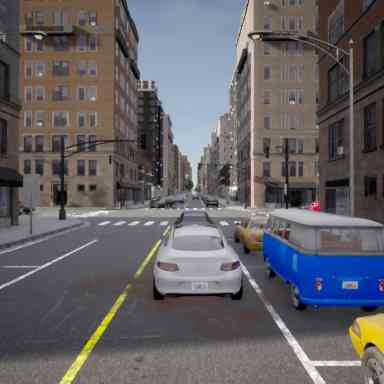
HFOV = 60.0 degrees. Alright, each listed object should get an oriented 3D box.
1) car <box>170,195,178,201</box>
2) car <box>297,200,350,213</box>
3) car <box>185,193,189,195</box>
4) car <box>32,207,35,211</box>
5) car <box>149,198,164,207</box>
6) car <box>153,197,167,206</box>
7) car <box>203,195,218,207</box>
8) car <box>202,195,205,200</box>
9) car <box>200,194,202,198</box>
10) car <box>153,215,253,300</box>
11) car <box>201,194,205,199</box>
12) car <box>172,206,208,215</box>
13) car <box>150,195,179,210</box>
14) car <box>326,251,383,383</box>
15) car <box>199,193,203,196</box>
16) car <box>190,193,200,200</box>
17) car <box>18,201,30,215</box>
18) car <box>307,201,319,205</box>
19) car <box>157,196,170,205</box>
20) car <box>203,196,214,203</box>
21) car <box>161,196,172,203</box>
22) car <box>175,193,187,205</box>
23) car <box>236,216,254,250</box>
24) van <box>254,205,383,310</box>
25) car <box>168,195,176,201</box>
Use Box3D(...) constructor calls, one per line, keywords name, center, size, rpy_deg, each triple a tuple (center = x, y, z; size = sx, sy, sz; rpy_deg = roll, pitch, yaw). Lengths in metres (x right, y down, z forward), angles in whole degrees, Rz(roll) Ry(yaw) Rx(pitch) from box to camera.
Box3D(name="car", center=(-4.875, 1.566, 89.654), size=(1.947, 1.339, 4.313), rpy_deg=(1, 0, 1))
Box3D(name="car", center=(15.272, 1.713, 38.830), size=(5.357, 1.411, 2.033), rpy_deg=(0, -1, 0))
Box3D(name="car", center=(-2.241, 1.481, 74.840), size=(1.882, 1.535, 5.008), rpy_deg=(0, 0, 1))
Box3D(name="car", center=(-17.899, 1.369, 32.412), size=(4.892, 1.490, 1.837), rpy_deg=(0, -1, 0))
Box3D(name="car", center=(-5.441, 1.588, 50.953), size=(1.802, 1.307, 4.206), rpy_deg=(1, 0, 1))
Box3D(name="car", center=(-5.360, 1.571, 56.481), size=(1.947, 1.339, 4.313), rpy_deg=(1, 0, 1))
Box3D(name="car", center=(3.084, 1.571, 50.832), size=(1.947, 1.339, 4.313), rpy_deg=(1, 0, 1))
Box3D(name="car", center=(3.165, 1.549, 56.362), size=(1.887, 1.381, 4.507), rpy_deg=(1, 0, 1))
Box3D(name="car", center=(3.488, 1.568, 78.483), size=(1.947, 1.339, 4.313), rpy_deg=(1, 0, 1))
Box3D(name="car", center=(0.092, 1.527, 8.300), size=(1.812, 1.442, 4.674), rpy_deg=(0, 0, -1))
Box3D(name="car", center=(3.246, 1.555, 61.892), size=(2.008, 1.369, 4.403), rpy_deg=(1, 0, 1))
Box3D(name="car", center=(0.120, 1.567, 15.682), size=(1.994, 1.385, 4.181), rpy_deg=(0, 0, 0))
Box3D(name="car", center=(-3.747, 1.484, 43.761), size=(1.882, 1.535, 5.008), rpy_deg=(1, 0, 15))
Box3D(name="car", center=(2.679, 1.526, 1.992), size=(1.752, 1.417, 4.829), rpy_deg=(1, 0, 0))
Box3D(name="car", center=(3.650, 1.550, 89.543), size=(2.008, 1.369, 4.403), rpy_deg=(1, 0, 1))
Box3D(name="car", center=(1.008, 1.523, 91.881), size=(1.812, 1.442, 4.674), rpy_deg=(0, 0, 1))
Box3D(name="car", center=(-17.232, 1.363, 29.164), size=(4.674, 1.442, 1.812), rpy_deg=(0, -1, 2))
Box3D(name="car", center=(15.621, 1.357, 35.582), size=(5.566, 2.045, 2.150), rpy_deg=(0, -1, 0))
Box3D(name="car", center=(-5.279, 1.556, 62.010), size=(2.008, 1.369, 4.403), rpy_deg=(1, 0, 1))
Box3D(name="car", center=(3.327, 1.548, 67.422), size=(1.887, 1.381, 4.507), rpy_deg=(1, 0, 1))
Box3D(name="car", center=(-5.198, 1.549, 67.539), size=(1.887, 1.381, 4.507), rpy_deg=(1, 0, 1))
Box3D(name="car", center=(-2.504, 1.483, 61.478), size=(1.882, 1.535, 5.008), rpy_deg=(0, 0, 1))
Box3D(name="car", center=(2.700, 1.528, 13.339), size=(1.752, 1.417, 4.829), rpy_deg=(1, 0, 0))
Box3D(name="van", center=(2.691, 1.342, 7.496), size=(1.690, 1.788, 3.998), rpy_deg=(1, 0, 0))
Box3D(name="car", center=(-4.957, 1.527, 83.955), size=(1.752, 1.417, 4.829), rpy_deg=(1, 0, 1))
